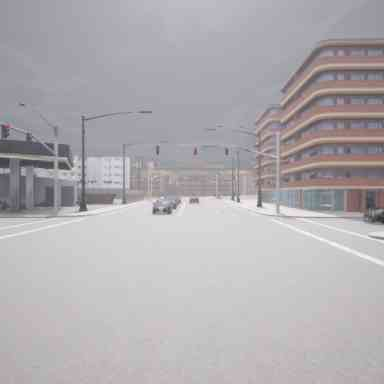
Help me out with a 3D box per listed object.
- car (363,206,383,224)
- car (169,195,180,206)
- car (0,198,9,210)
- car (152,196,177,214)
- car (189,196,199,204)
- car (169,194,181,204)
[{"bbox_3d":[14.724,1.352,23.642,4.553,1.767,2.097,0,0,1],"label":"car"},{"bbox_3d":[-3.131,1.352,44.911,2.097,1.767,4.553,0,0,0],"label":"car"},{"bbox_3d":[-23.941,1.456,39.386,3.806,1.475,1.970,0,0,1],"label":"car"},{"bbox_3d":[-3.074,1.491,35.193,2.128,1.511,4.902,0,0,0],"label":"car"},{"bbox_3d":[0.435,1.525,65.786,1.812,1.442,4.674,0,0,0],"label":"car"},{"bbox_3d":[-3.204,1.352,65.083,2.097,1.767,4.553,0,0,0],"label":"car"}]
